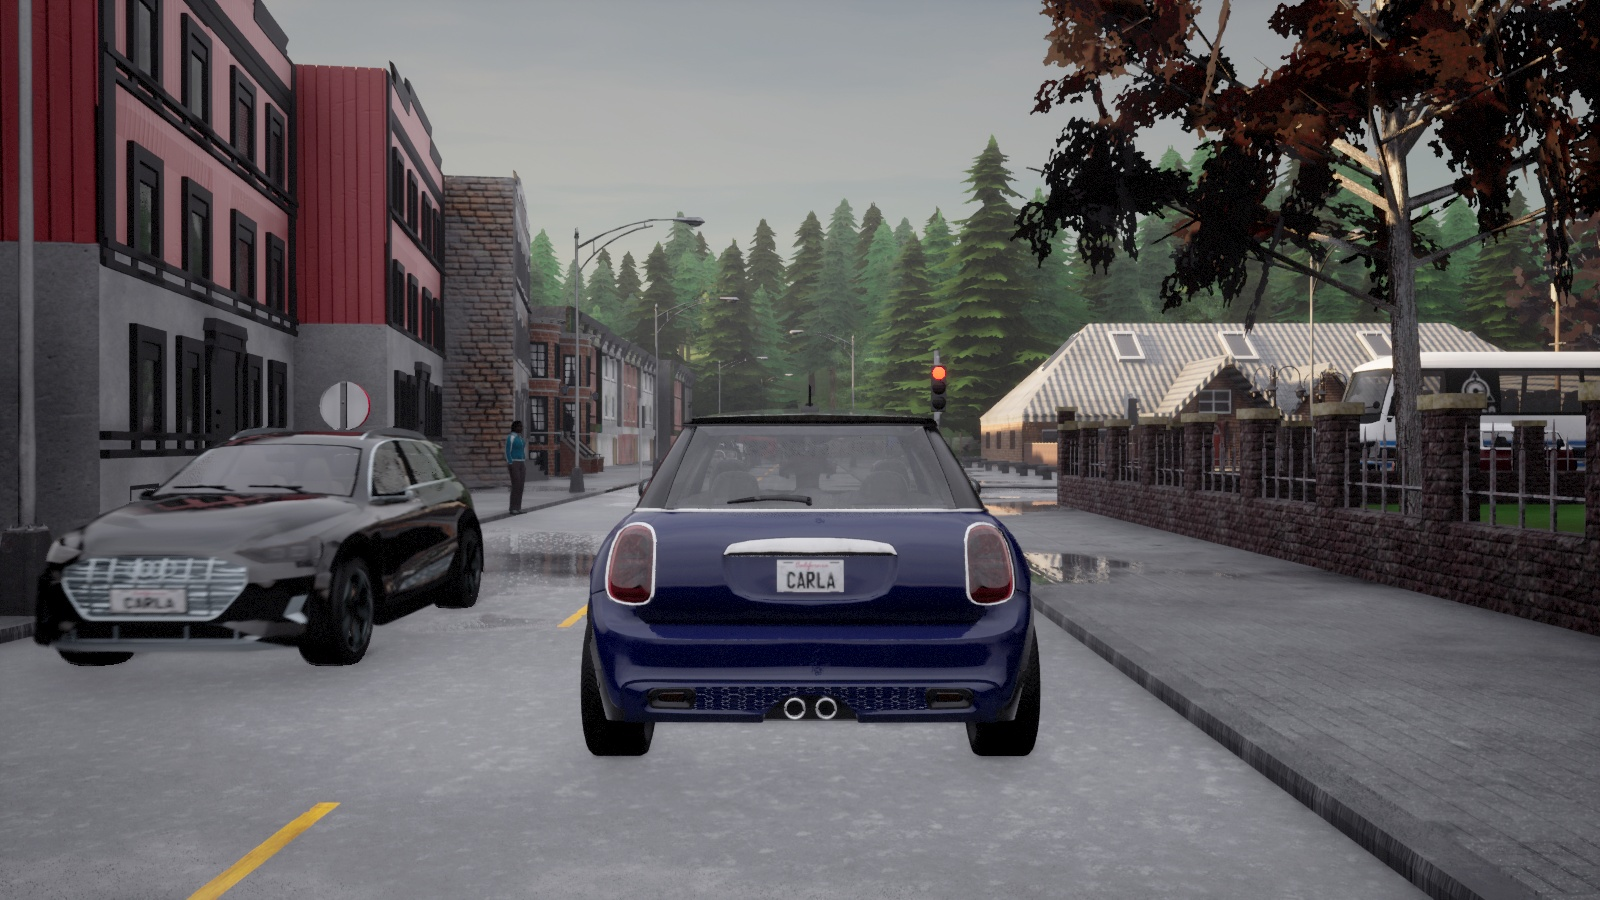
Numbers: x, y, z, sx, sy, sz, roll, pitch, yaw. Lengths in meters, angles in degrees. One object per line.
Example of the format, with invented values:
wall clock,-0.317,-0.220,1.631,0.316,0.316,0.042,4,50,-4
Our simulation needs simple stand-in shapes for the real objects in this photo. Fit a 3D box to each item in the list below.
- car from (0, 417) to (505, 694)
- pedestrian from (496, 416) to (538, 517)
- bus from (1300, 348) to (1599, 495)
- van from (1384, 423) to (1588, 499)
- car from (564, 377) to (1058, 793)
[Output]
car,-3.930,0.617,9.931,2.033,1.649,4.856,0,0,0
pedestrian,-5.528,0.317,24.528,0.692,1.930,0.396,0,0,27
bus,21.245,-0.830,38.441,10.273,4.253,3.944,0,0,0
van,18.721,0.291,34.419,4.480,2.038,2.069,0,0,-1
car,0.057,0.562,7.614,2.097,1.767,4.553,0,0,0
